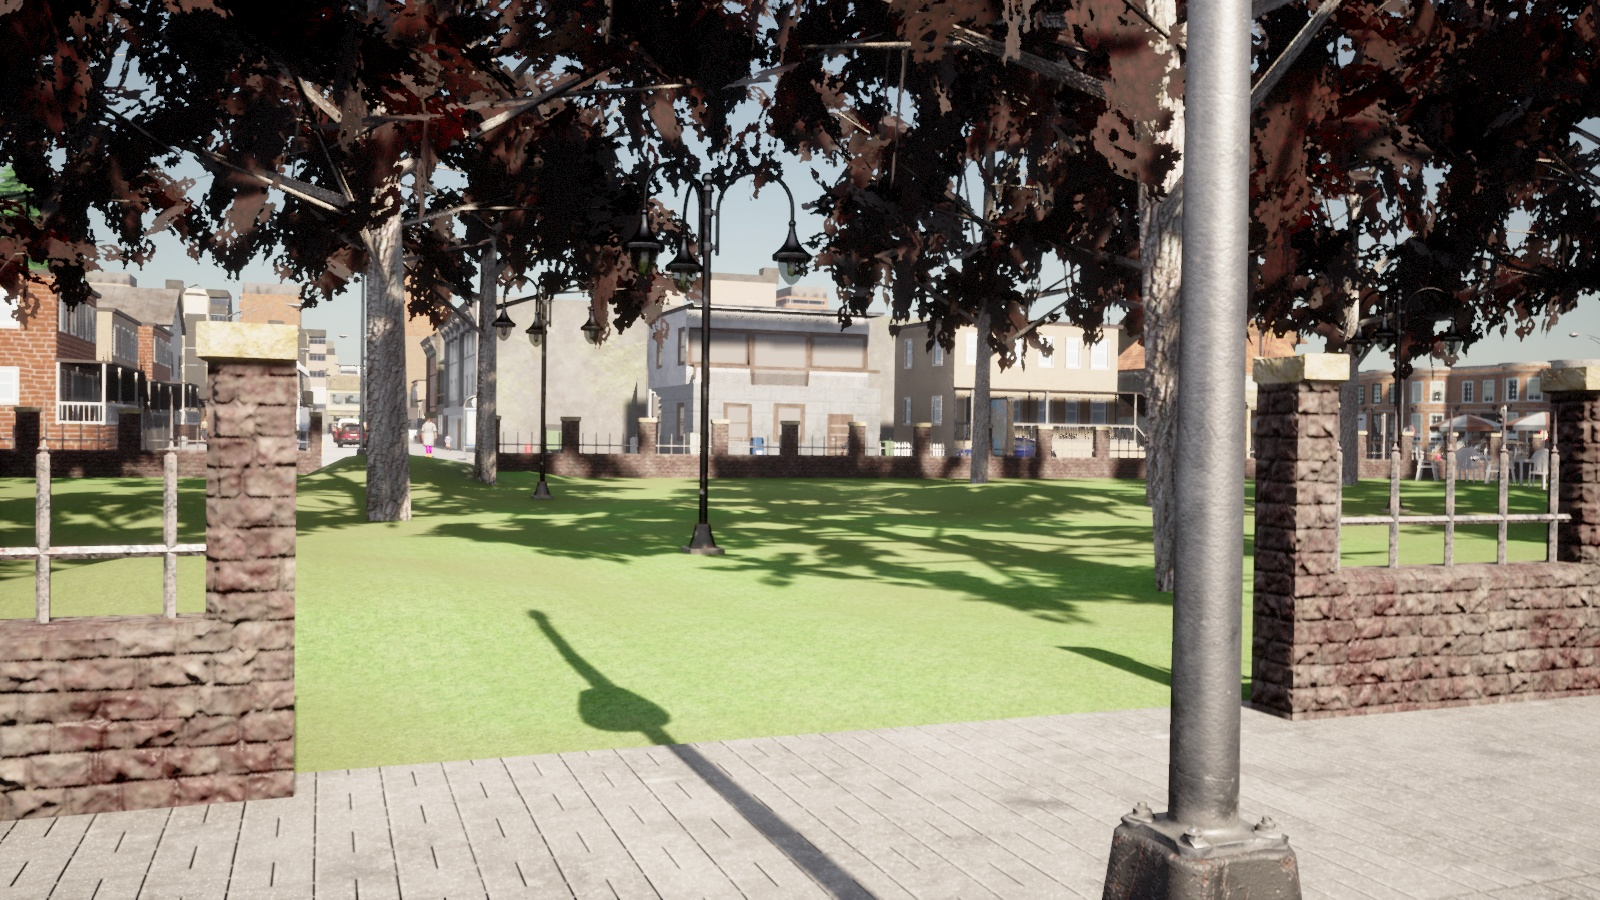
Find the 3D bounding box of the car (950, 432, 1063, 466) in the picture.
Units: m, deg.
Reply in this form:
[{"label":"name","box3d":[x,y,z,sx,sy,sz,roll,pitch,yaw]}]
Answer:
[{"label":"car","box3d":[9.147,-0.057,55.701,4.674,1.442,1.812,-1,1,-21]}]

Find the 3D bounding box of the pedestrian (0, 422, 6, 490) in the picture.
[{"label":"pedestrian","box3d":[-21.894,0.160,33.895,0.703,1.840,0.431,-1,1,-21]}]

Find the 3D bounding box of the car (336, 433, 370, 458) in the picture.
[{"label":"car","box3d":[-30.303,-0.318,85.099,2.033,1.649,4.856,-1,1,-21]}]

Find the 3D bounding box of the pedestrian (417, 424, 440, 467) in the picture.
[{"label":"pedestrian","box3d":[-17.082,-0.225,57.763,0.659,1.952,0.873,0,1,9]}]

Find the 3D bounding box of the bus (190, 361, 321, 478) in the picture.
[{"label":"bus","box3d":[-21.931,-1.182,51.242,3.944,4.253,10.273,0,1,-18]}]

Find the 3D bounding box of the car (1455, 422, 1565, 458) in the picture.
[{"label":"car","box3d":[34.514,-0.489,61.057,4.611,1.667,2.242,-1,1,-21]}]
